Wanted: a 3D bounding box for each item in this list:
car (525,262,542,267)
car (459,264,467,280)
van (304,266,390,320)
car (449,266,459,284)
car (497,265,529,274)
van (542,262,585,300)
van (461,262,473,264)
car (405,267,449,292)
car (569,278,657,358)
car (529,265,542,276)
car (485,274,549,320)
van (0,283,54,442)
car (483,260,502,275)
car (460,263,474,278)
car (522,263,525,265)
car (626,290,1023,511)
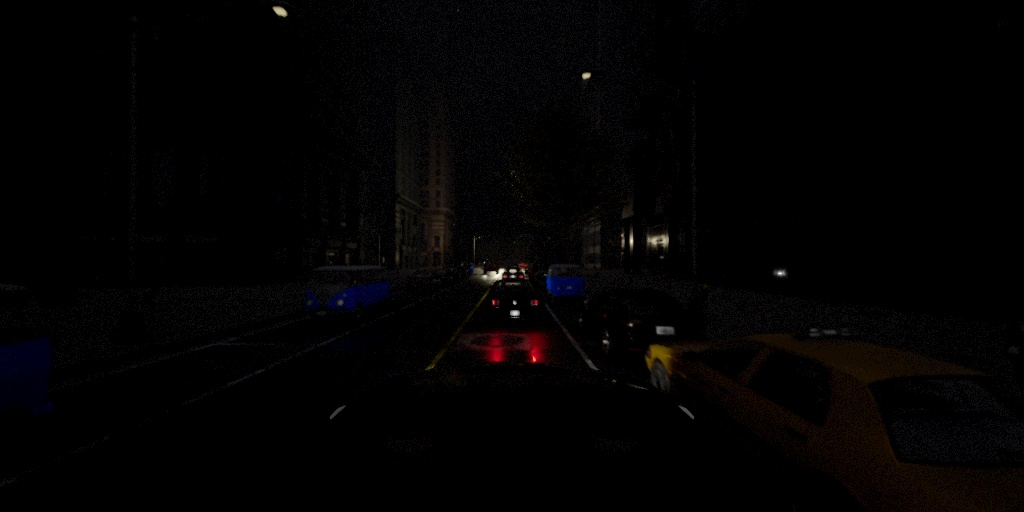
[{"bbox_3d":[2.741,1.501,34.952,2.192,1.841,5.009,0,0,0],"label":"car"},{"bbox_3d":[-5.784,1.727,34.591,1.888,1.381,4.507,0,0,0],"label":"car"},{"bbox_3d":[-5.770,1.236,12.941,1.690,1.789,3.998,0,0,0],"label":"van"},{"bbox_3d":[-5.781,1.691,29.178,1.802,1.307,4.207,0,0,0],"label":"car"},{"bbox_3d":[0.082,1.663,29.676,2.033,1.411,5.357,0,-1,0],"label":"car"},{"bbox_3d":[2.751,1.317,19.087,1.690,1.789,3.998,0,0,0],"label":"van"},{"bbox_3d":[-5.792,1.669,45.416,1.690,1.789,3.998,0,0,0],"label":"van"},{"bbox_3d":[-5.777,1.588,23.766,2.007,1.370,4.403,0,0,0],"label":"car"},{"bbox_3d":[2.758,1.404,8.510,1.948,1.339,4.313,0,0,0],"label":"car"},{"bbox_3d":[2.744,1.666,29.663,2.007,1.370,4.403,0,0,0],"label":"car"},{"bbox_3d":[0.093,1.501,13.322,1.895,1.301,4.718,0,-1,0],"label":"car"},{"bbox_3d":[-5.763,1.096,2.115,1.690,1.789,3.998,0,0,0],"label":"van"},{"bbox_3d":[-3.046,1.659,53.021,2.150,2.045,5.566,0,-1,0],"label":"car"},{"bbox_3d":[-5.788,1.820,40.004,1.948,1.339,4.313,0,0,0],"label":"car"},{"bbox_3d":[2.736,1.928,50.990,1.751,1.417,4.829,0,0,0],"label":"car"},{"bbox_3d":[2.761,1.295,3.391,1.751,1.417,4.829,0,0,0],"label":"car"}]
